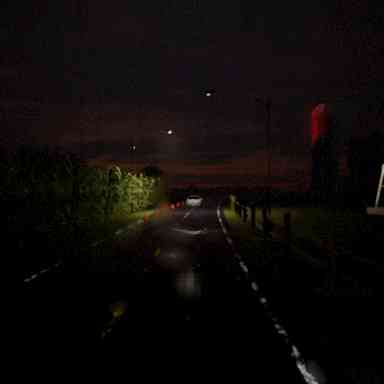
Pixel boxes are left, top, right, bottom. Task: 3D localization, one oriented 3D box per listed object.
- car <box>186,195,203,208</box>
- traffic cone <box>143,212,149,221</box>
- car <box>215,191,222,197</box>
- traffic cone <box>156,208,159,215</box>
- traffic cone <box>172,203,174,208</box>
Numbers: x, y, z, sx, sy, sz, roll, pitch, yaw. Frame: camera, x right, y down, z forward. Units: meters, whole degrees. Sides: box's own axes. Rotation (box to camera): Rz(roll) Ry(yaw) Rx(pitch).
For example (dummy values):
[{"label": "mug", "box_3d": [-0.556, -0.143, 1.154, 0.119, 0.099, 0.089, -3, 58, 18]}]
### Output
[{"label": "car", "box_3d": [0.341, 1.128, 40.354, 1.812, 1.442, 4.674, 0, 1, 5]}, {"label": "traffic cone", "box_3d": [-3.243, 1.724, 23.290, 0.340, 0.580, 0.340, 0, 1, 3]}, {"label": "car", "box_3d": [7.424, 0.588, 92.231, 1.882, 1.535, 5.008, 0, 0, 5]}, {"label": "traffic cone", "box_3d": [-2.962, 1.675, 28.308, 0.340, 0.580, 0.340, 0, 1, 4]}, {"label": "traffic cone", "box_3d": [-2.238, 1.578, 38.334, 0.340, 0.580, 0.340, 0, 1, 5]}]
